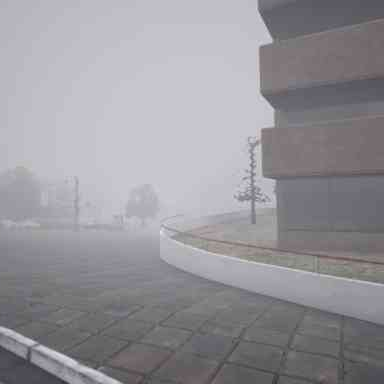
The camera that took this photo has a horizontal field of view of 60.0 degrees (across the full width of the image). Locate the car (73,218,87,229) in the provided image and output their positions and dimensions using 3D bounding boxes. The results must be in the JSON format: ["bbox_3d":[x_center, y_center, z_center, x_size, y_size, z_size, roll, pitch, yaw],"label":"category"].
[{"bbox_3d":[-22.589,6.030,60.789,4.892,1.521,2.231,0,-6,5],"label":"car"}]

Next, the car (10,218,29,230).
[{"bbox_3d":[-27.737,4.917,49.898,4.674,1.452,2.002,0,-6,5],"label":"car"}]

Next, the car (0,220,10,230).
[{"bbox_3d":[-29.007,4.628,47.164,4.674,1.452,2.002,0,-6,5],"label":"car"}]

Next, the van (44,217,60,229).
[{"bbox_3d":[-25.047,5.228,55.363,4.442,1.987,1.878,0,-6,5],"label":"van"}]

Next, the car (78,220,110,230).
[{"bbox_3d":[-17.477,6.094,59.474,1.895,1.301,4.718,-2,-6,25],"label":"car"}]

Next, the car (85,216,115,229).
[{"bbox_3d":[-18.771,6.642,68.979,5.566,2.045,2.435,0,-6,5],"label":"car"}]

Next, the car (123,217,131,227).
[{"bbox_3d":[-18.789,8.496,90.675,2.163,1.488,4.792,0,1,10],"label":"car"}]

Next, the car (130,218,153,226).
[{"bbox_3d":[-11.045,7.058,73.194,1.837,1.490,4.892,-2,-6,25],"label":"car"}]

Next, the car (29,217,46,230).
[{"bbox_3d":[-26.634,5.163,52.640,5.366,1.575,1.946,0,-6,5],"label":"car"}]

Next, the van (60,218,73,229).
[{"bbox_3d":[-23.762,5.517,58.090,4.442,1.987,1.878,0,-6,5],"label":"van"}]
